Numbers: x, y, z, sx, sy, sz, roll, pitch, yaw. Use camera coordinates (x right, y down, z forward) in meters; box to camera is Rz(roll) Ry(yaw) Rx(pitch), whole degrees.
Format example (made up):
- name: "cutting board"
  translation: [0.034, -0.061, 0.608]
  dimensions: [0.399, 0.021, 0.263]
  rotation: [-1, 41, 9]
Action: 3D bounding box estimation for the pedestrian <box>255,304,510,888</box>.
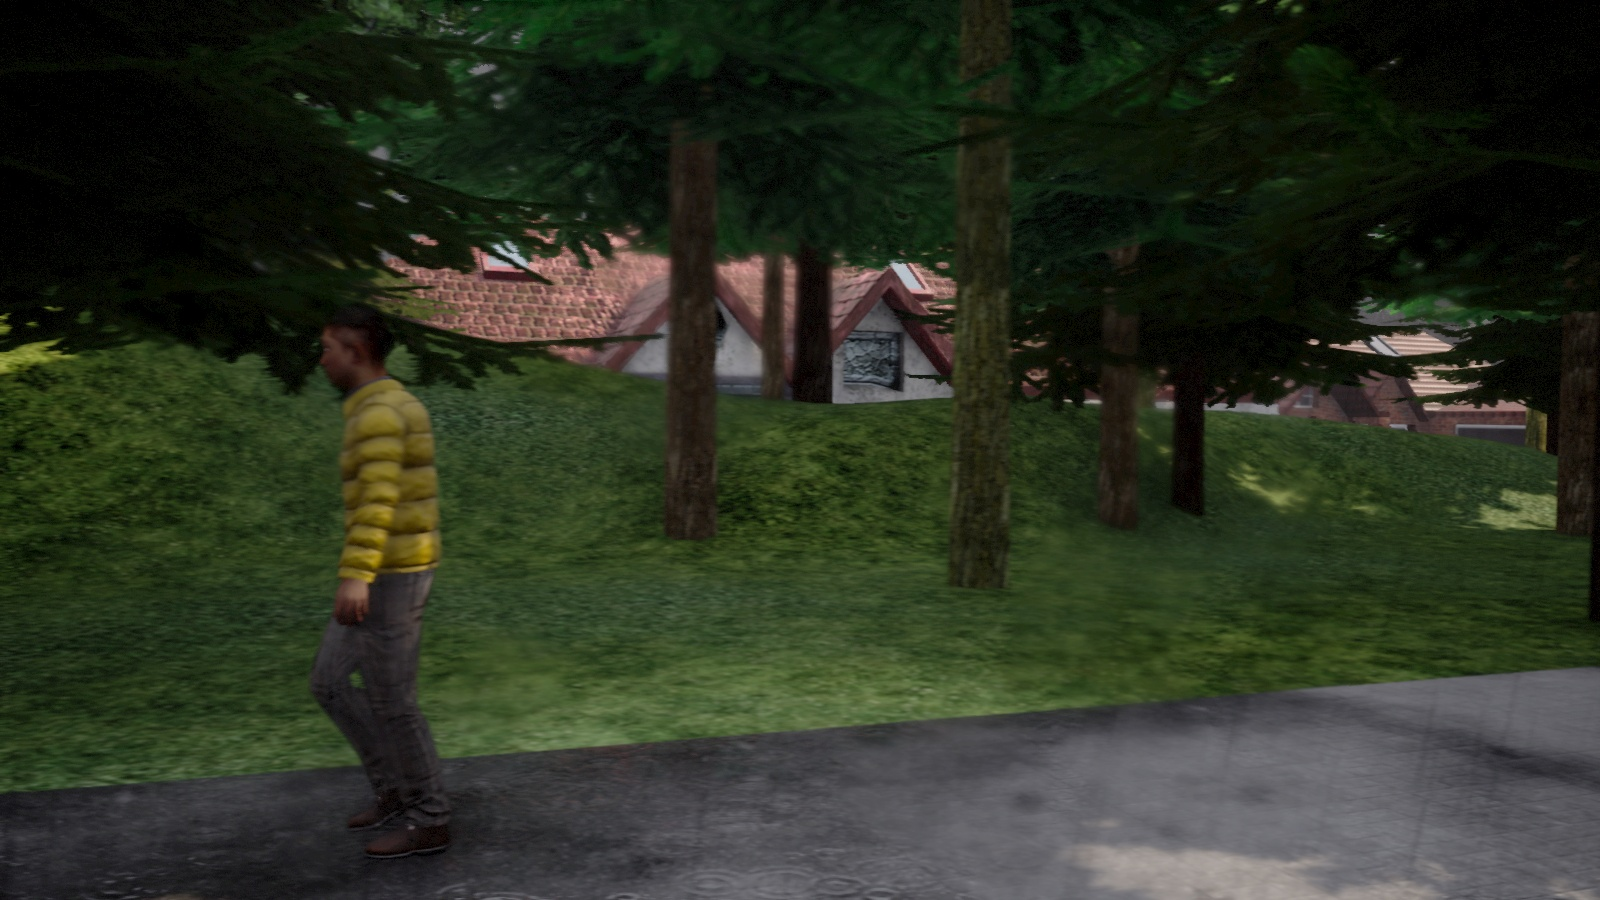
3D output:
- name: "pedestrian"
  translation: [-1.370, 0.454, 4.204]
  dimensions: [0.709, 1.840, 0.431]
  rotation: [-1, 1, -7]
